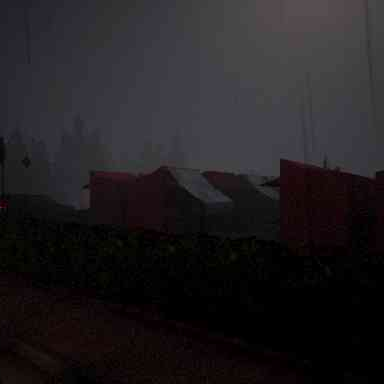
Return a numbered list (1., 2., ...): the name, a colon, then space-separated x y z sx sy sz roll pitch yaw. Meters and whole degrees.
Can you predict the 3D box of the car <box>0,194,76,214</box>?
1. car: -10.440 1.180 22.212 2.150 2.045 5.566 0 0 36
